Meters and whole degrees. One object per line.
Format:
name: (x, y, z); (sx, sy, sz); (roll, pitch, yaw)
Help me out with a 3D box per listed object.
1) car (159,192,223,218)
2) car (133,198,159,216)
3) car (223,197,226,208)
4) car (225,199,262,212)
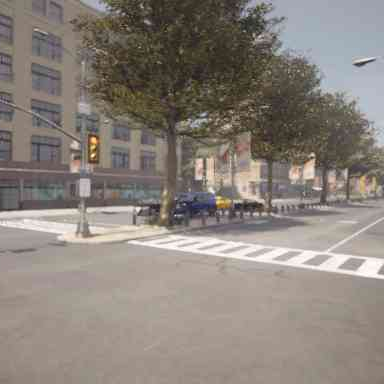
car: (0.046, 1.064, 28.490); (2.150, 2.045, 5.566); (1, 0, 35)
car: (-3.181, 1.301, 29.979); (2.128, 1.511, 4.902); (1, 0, 35)
car: (2.735, 1.287, 38.322); (1.882, 1.535, 5.008); (1, 0, 36)
car: (5.970, 1.444, 36.834); (1.895, 1.301, 4.718); (1, 0, 36)
